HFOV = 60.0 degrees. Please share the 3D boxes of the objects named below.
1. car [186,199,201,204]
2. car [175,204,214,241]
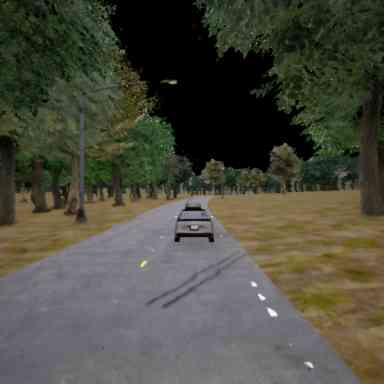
[{"bbox_3d":[0.192,1.521,41.380,1.994,1.385,4.181,0,0,1],"label":"car"},{"bbox_3d":[0.100,1.545,16.654,2.033,1.411,5.357,0,0,0],"label":"car"}]
